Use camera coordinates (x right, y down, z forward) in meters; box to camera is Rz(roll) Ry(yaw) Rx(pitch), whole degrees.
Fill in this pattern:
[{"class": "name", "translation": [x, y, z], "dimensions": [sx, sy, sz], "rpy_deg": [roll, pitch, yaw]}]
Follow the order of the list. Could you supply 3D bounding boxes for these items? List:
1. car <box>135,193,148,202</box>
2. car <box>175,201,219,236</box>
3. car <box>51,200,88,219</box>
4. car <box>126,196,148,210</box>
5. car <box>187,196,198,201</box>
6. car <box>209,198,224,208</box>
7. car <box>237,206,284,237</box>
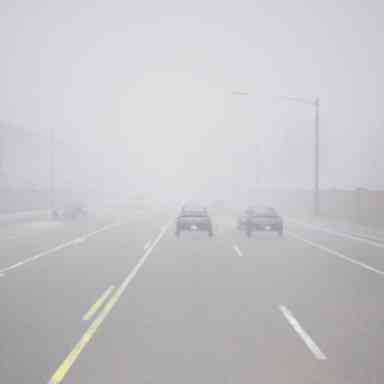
[{"class": "car", "translation": [-10.512, 1.114, 69.670], "dimensions": [2.128, 1.511, 4.902], "rpy_deg": [0, 1, 0]}, {"class": "car", "translation": [0.097, 1.496, 18.445], "dimensions": [2.128, 1.511, 4.902], "rpy_deg": [0, 0, 0]}, {"class": "car", "translation": [-10.584, 1.501, 29.124], "dimensions": [2.128, 1.511, 4.902], "rpy_deg": [0, 0, 0]}, {"class": "car", "translation": [-7.045, 1.361, 42.903], "dimensions": [2.097, 1.767, 4.553], "rpy_deg": [0, 0, 0]}, {"class": "car", "translation": [0.092, 1.465, 55.294], "dimensions": [1.812, 1.442, 4.674], "rpy_deg": [0, 1, 0]}, {"class": "car", "translation": [3.592, 1.536, 48.959], "dimensions": [2.033, 1.411, 5.357], "rpy_deg": [0, 0, 0]}, {"class": "car", "translation": [3.597, 1.497, 18.181], "dimensions": [2.128, 1.511, 4.902], "rpy_deg": [0, 0, 0]}]
